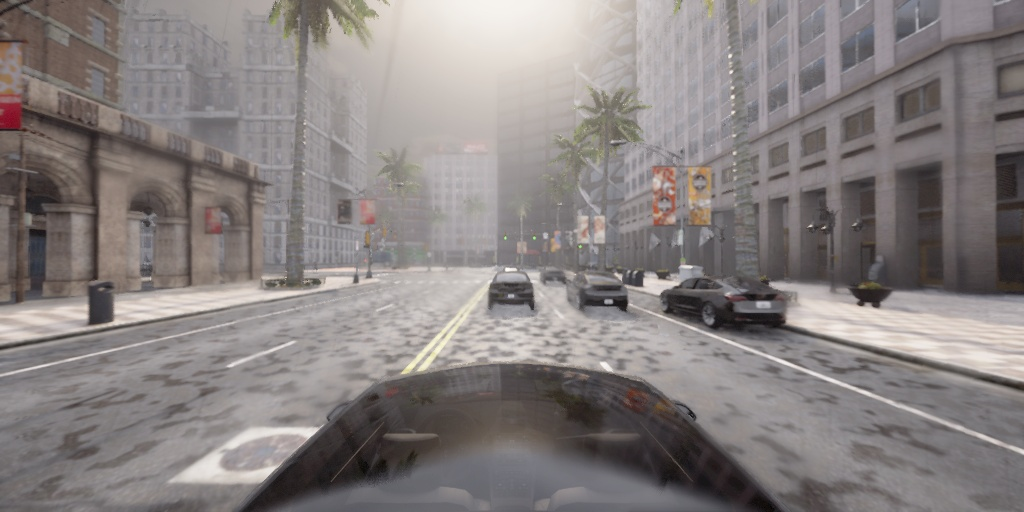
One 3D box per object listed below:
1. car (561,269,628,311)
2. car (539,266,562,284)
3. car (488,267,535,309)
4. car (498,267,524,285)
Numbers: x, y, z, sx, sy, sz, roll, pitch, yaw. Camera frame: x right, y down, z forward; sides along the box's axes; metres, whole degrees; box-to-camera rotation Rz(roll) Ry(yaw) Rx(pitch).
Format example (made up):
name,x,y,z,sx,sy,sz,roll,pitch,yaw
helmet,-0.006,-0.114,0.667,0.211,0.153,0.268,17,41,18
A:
name,x,y,z,sx,sy,sz,roll,pitch,yaw
car,3.485,1.408,15.333,1.837,1.490,4.892,0,0,0
car,3.431,1.573,30.327,1.837,1.490,4.892,0,0,0
car,-0.012,1.386,16.051,1.882,1.535,5.008,0,0,0
car,-0.098,1.631,30.319,1.994,1.385,4.181,0,-1,0
